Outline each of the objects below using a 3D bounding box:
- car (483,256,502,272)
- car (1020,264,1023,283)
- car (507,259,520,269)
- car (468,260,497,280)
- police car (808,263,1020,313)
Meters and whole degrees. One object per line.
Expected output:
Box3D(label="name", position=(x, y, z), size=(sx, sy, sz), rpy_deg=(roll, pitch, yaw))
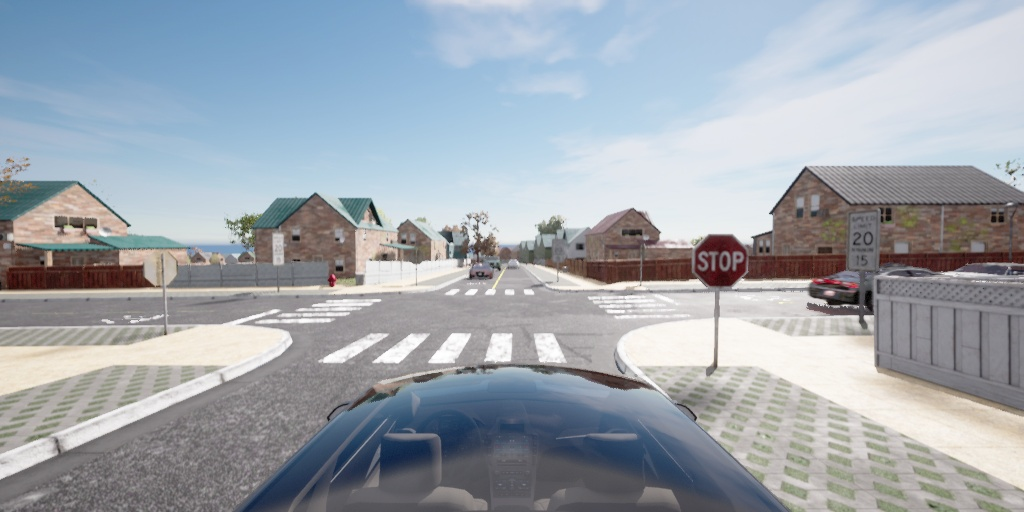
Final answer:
Box3D(label="car", position=(-2.585, 0.993, 48.100), size=(2.150, 2.045, 5.566), rpy_deg=(0, 0, 0))
Box3D(label="car", position=(19.990, 0.959, 14.997), size=(4.718, 1.301, 1.895), rpy_deg=(-1, 2, 1))
Box3D(label="car", position=(0.251, 1.342, 57.204), size=(1.812, 1.442, 4.674), rpy_deg=(0, 0, 0))
Box3D(label="car", position=(-2.601, 1.299, 31.103), size=(1.994, 1.385, 4.181), rpy_deg=(0, 0, 0))
Box3D(label="police car", position=(13.235, 1.059, 12.213), size=(4.974, 1.542, 2.038), rpy_deg=(-1, 2, 1))
